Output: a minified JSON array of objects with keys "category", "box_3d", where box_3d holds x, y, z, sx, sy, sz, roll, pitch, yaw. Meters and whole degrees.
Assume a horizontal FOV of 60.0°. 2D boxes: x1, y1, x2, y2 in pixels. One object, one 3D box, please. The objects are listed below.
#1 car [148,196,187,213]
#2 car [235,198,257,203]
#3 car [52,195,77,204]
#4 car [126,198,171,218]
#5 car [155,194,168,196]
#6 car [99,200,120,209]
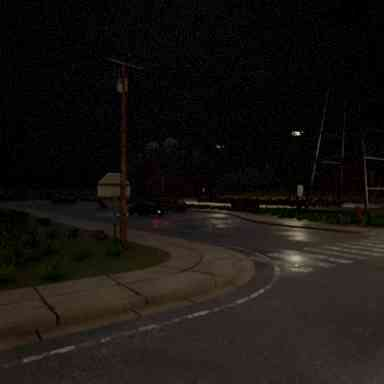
[{"category":"car","box_3d":[-2.552,1.494,35.775,4.193,1.474,1.816,0,0,-36]},{"category":"car","box_3d":[7.125,1.501,44.336,3.905,1.438,1.784,0,0,-36]},{"category":"car","box_3d":[-25.270,1.469,65.852,4.611,1.667,2.242,0,0,-36]},{"category":"car","box_3d":[-4.214,1.516,30.522,1.812,1.442,4.674,0,0,-37]},{"category":"car","box_3d":[-6.296,1.290,62.370,4.605,1.855,1.932,0,0,-36]},{"category":"car","box_3d":[-10.974,1.302,46.319,3.866,1.878,1.905,0,0,-36]}]
